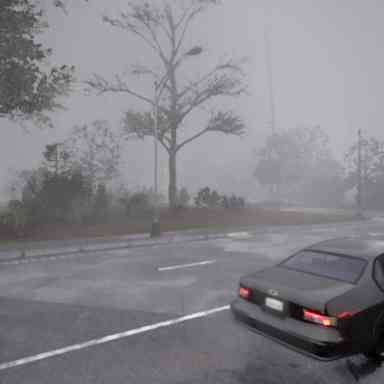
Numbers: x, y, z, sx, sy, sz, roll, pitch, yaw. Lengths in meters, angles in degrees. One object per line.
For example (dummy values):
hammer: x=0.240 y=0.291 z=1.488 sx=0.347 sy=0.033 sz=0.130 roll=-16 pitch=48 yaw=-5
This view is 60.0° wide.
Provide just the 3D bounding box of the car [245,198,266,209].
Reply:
car: x=7.840 y=1.547 z=46.542 sx=1.812 sy=1.442 sz=4.674 roll=0 pitch=0 yaw=-27

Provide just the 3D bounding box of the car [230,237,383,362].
car: x=3.142 y=1.545 z=5.900 sx=5.357 sy=1.411 sz=2.033 roll=0 pitch=0 yaw=-35

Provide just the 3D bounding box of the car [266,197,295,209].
car: x=12.053 y=1.513 z=45.908 sx=1.837 sy=1.490 sz=4.892 roll=0 pitch=0 yaw=-27
